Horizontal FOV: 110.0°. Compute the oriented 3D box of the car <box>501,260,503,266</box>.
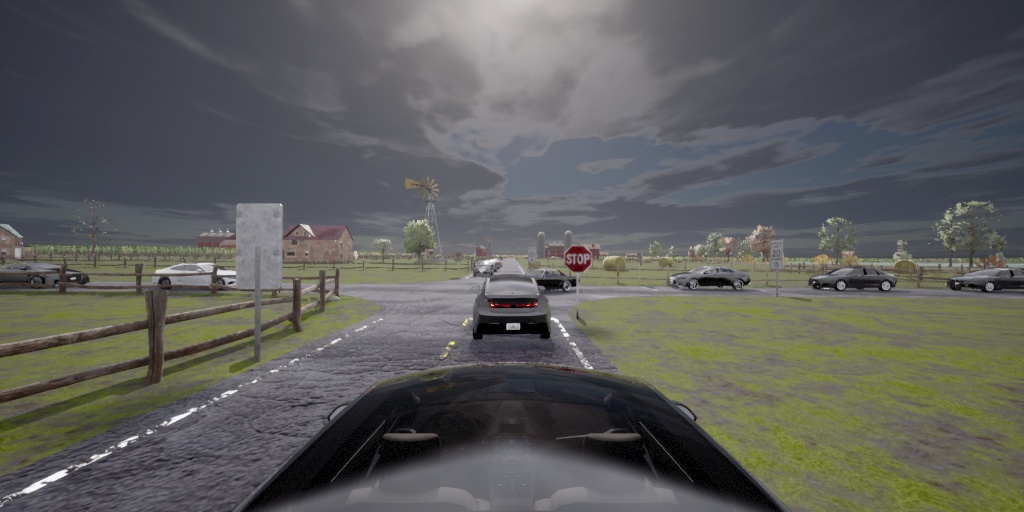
[{"bbox_3d":[-2.823,1.240,55.729,2.128,1.511,4.902,0,0,0],"label":"car"}]

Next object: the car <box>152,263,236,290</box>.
[{"bbox_3d":[-17.244,1.103,20.010,4.674,1.442,1.812,1,-1,-1],"label":"car"}]

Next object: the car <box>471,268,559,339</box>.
[{"bbox_3d":[-0.074,1.256,10.054,1.837,1.490,4.892,0,0,-2],"label":"car"}]

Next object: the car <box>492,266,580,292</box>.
[{"bbox_3d":[1.499,1.369,20.100,4.718,1.301,1.895,1,0,-35],"label":"car"}]

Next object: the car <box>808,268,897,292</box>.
[{"bbox_3d":[22.199,1.499,23.501,4.892,1.490,1.837,1,-1,-1],"label":"car"}]

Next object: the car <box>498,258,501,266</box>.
[{"bbox_3d":[-2.854,1.241,46.187,2.128,1.511,4.902,0,0,0],"label":"car"}]

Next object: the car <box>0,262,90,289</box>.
[{"bbox_3d":[-26.364,1.048,19.888,4.181,1.385,1.994,1,-1,-1],"label":"car"}]

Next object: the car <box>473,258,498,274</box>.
[{"bbox_3d":[-2.861,1.243,36.741,2.128,1.511,4.902,0,0,0],"label":"car"}]

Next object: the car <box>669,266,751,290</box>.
[{"bbox_3d":[12.797,1.397,23.329,4.902,1.511,2.128,1,-1,-2],"label":"car"}]

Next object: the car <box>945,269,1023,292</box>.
[{"bbox_3d":[31.702,1.587,23.622,4.892,1.490,1.837,1,-1,-1],"label":"car"}]
